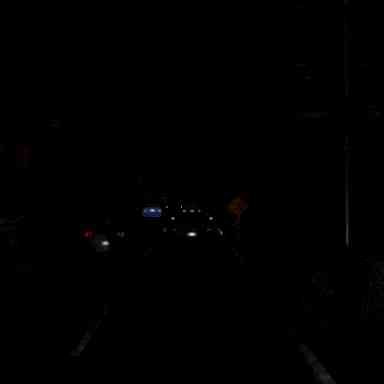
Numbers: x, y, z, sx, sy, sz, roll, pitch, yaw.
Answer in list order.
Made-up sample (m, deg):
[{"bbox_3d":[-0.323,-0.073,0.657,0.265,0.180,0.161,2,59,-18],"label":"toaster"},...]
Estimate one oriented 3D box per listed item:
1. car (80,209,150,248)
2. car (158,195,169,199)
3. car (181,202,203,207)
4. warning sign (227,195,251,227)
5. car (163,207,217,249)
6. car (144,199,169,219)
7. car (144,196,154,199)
[{"bbox_3d":[-3.250,1.627,14.682,1.895,1.301,4.718,0,0,0],"label":"car"},{"bbox_3d":[-6.500,1.519,75.971,2.097,1.767,4.553,0,0,0],"label":"car"},{"bbox_3d":[0.000,1.595,29.653,2.033,1.411,5.357,0,0,0],"label":"car"},{"bbox_3d":[2.838,1.131,20.323,1.300,1.860,1.060,-1,-1,0],"label":"warning sign"},{"bbox_3d":[0.000,1.584,14.651,1.994,1.385,4.181,0,0,0],"label":"car"},{"bbox_3d":[-3.250,1.595,29.654,2.033,1.411,5.357,0,0,0],"label":"car"},{"bbox_3d":[-9.750,1.641,75.939,1.882,1.535,5.008,0,0,0],"label":"car"}]
